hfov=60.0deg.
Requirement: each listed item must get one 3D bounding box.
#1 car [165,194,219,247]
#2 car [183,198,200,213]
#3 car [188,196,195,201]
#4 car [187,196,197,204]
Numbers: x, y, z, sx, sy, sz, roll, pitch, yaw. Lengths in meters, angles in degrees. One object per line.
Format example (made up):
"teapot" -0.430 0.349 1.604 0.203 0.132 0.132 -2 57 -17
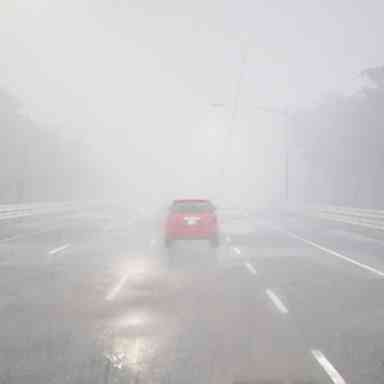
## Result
"car" -0.001 1.241 15.196 2.150 2.045 5.566 0 0 0
"car" -0.010 1.529 39.418 1.882 1.535 5.008 0 0 0
"car" -0.013 1.758 92.739 1.895 1.301 4.718 0 0 0
"car" -0.009 1.612 66.537 1.812 1.442 4.674 0 0 0
